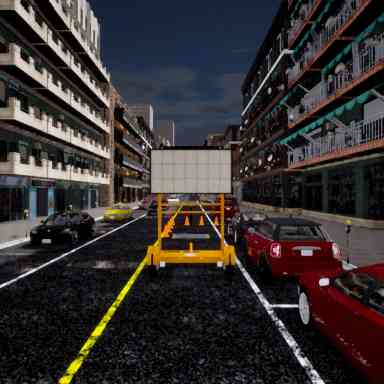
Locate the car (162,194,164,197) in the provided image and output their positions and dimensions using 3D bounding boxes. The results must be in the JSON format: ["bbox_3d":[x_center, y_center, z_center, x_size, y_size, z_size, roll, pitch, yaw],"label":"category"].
[{"bbox_3d":[-5.829,1.305,49.110,2.192,1.841,5.009,0,0,0],"label":"car"}]

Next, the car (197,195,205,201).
[{"bbox_3d":[2.437,1.516,88.585,1.887,1.381,4.507,0,0,0],"label":"car"}]

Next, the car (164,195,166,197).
[{"bbox_3d":[-5.847,1.569,54.747,1.802,1.307,4.206,0,0,0],"label":"car"}]

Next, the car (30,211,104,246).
[{"bbox_3d":[-5.732,1.565,15.290,1.947,1.339,4.313,0,0,0],"label":"car"}]

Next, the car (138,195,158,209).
[{"bbox_3d":[-5.813,1.432,43.474,1.967,1.590,4.097,0,0,0],"label":"car"}]

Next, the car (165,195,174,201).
[{"bbox_3d":[-5.944,1.516,88.565,1.887,1.381,4.507,0,0,0],"label":"car"}]

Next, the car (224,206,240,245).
[{"bbox_3d":[2.649,1.550,15.312,2.008,1.369,4.403,0,0,0],"label":"car"}]

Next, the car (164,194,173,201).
[{"bbox_3d":[-5.927,1.414,82.927,1.967,1.590,4.097,0,0,0],"label":"car"}]

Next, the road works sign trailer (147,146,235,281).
[{"bbox_3d":[-0.027,0.464,9.800,2.380,3.560,2.880,0,0,0],"label":"road works sign trailer"}]

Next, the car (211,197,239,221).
[{"bbox_3d":[2.617,1.312,26.585,2.192,1.841,5.009,0,0,0],"label":"car"}]

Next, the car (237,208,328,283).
[{"bbox_3d":[2.665,1.440,9.676,1.967,1.590,4.097,0,0,0],"label":"car"}]

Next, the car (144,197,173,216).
[{"bbox_3d":[-3.190,1.500,32.113,1.837,1.490,4.892,0,0,0],"label":"car"}]

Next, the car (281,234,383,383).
[{"bbox_3d":[2.682,1.545,4.039,1.887,1.381,4.507,0,0,0],"label":"car"}]

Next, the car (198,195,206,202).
[{"bbox_3d":[2.469,1.502,77.482,1.752,1.417,4.829,0,0,0],"label":"car"}]

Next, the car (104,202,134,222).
[{"bbox_3d":[-5.764,1.523,26.394,1.752,1.417,4.829,0,0,0],"label":"car"}]

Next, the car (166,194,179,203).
[{"bbox_3d":[-3.164,1.512,57.262,1.812,1.442,4.674,0,0,0],"label":"car"}]
